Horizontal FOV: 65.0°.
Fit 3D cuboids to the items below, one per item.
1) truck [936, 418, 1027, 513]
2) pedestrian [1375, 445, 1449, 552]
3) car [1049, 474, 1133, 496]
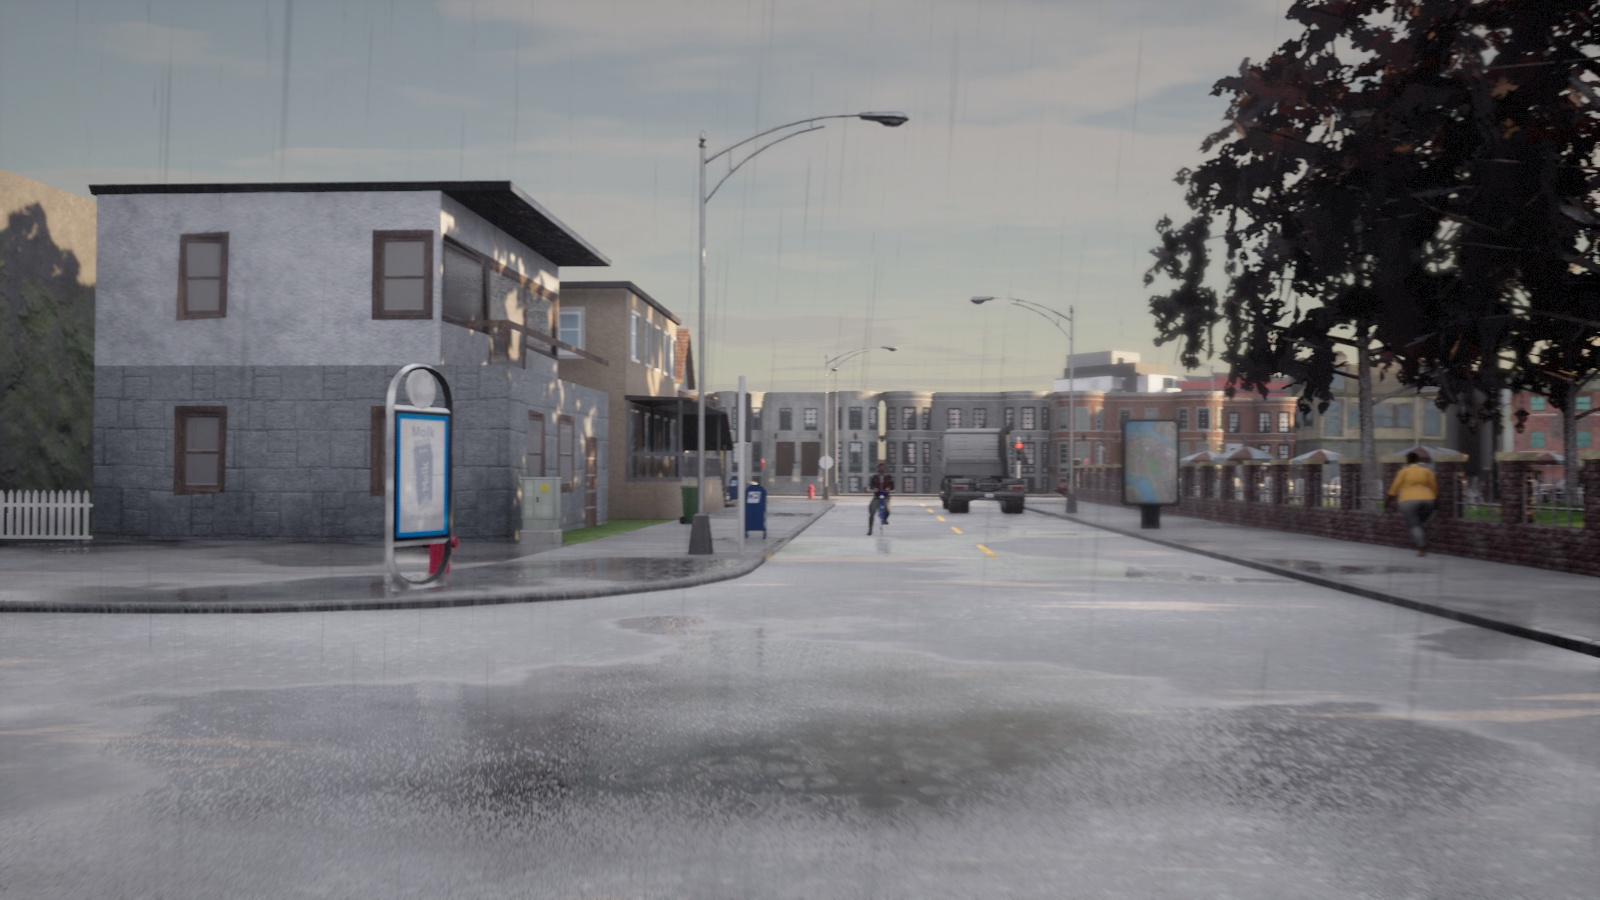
[{"bbox_3d":[7.088,0.642,50.072,2.891,3.462,7.936,0,-1,3],"label":"truck"},{"bbox_3d":[10.802,0.849,22.180,0.874,1.855,0.900,0,-1,3],"label":"pedestrian"},{"bbox_3d":[17.519,2.110,75.783,4.718,1.301,1.895,0,-1,3],"label":"car"}]
